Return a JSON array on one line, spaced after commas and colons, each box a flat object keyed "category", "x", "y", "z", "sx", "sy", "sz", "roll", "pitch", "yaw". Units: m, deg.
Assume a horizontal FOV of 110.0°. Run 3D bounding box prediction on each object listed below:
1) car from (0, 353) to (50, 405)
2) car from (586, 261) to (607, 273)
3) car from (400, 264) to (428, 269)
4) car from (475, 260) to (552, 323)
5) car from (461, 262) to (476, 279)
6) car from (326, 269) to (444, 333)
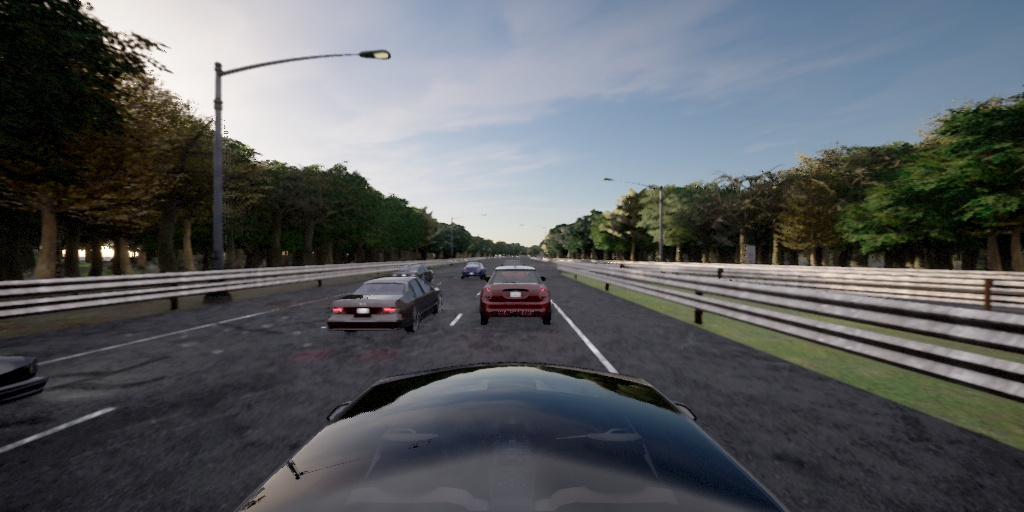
[{"category": "car", "x": -6.898, "y": 1.299, "z": 2.071, "sx": 2.033, "sy": 1.411, "sz": 5.357, "roll": 0, "pitch": 0, "yaw": 0}, {"category": "car", "x": 11.053, "y": 1.381, "z": 45.742, "sx": 2.033, "sy": 1.411, "sz": 5.357, "roll": 0, "pitch": 0, "yaw": -12}, {"category": "car", "x": -6.899, "y": 1.301, "z": 25.408, "sx": 2.033, "sy": 1.411, "sz": 5.357, "roll": 0, "pitch": 0, "yaw": 0}, {"category": "car", "x": 0.101, "y": 1.103, "z": 12.191, "sx": 2.097, "sy": 1.767, "sz": 4.553, "roll": 0, "pitch": 0, "yaw": 0}, {"category": "car", "x": -3.393, "y": 1.280, "z": 32.314, "sx": 1.812, "sy": 1.442, "sz": 4.674, "roll": 0, "pitch": 0, "yaw": 0}, {"category": "car", "x": -3.397, "y": 1.298, "z": 10.688, "sx": 2.033, "sy": 1.411, "sz": 5.357, "roll": 0, "pitch": 0, "yaw": 0}]
